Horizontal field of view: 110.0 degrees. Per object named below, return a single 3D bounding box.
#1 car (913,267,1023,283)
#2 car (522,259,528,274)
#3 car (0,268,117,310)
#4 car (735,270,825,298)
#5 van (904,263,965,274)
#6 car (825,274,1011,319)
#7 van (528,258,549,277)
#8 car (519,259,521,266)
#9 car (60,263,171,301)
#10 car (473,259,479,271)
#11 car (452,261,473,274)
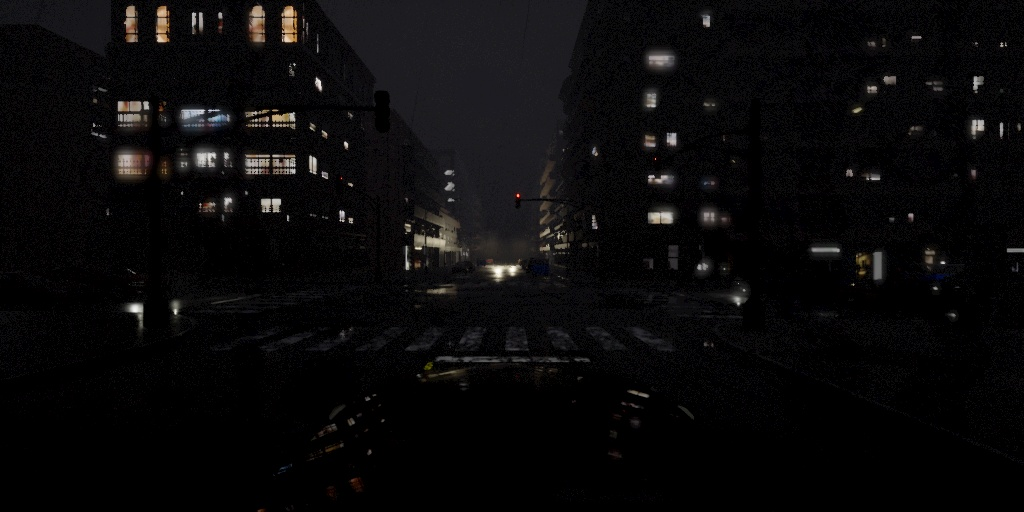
[{"bbox_3d":[24.865,1.516,18.981,4.892,1.490,1.837,1,0,0],"label":"car"},{"bbox_3d":[2.678,1.091,41.451,2.192,1.841,5.009,0,0,0],"label":"car"},{"bbox_3d":[-17.756,1.215,13.212,4.207,1.307,1.802,0,0,0],"label":"car"},{"bbox_3d":[14.955,1.453,18.987,5.357,1.411,2.033,1,0,0],"label":"car"},{"bbox_3d":[26.070,1.343,21.558,3.998,1.789,1.690,0,0,0],"label":"van"},{"bbox_3d":[14.696,1.498,13.194,4.507,1.381,1.888,0,0,0],"label":"car"},{"bbox_3d":[2.774,1.109,35.954,1.690,1.789,3.998,0,0,0],"label":"van"},{"bbox_3d":[2.615,1.252,58.012,1.967,1.591,4.097,0,0,0],"label":"car"},{"bbox_3d":[-18.007,1.086,15.794,5.008,1.535,1.882,1,0,0],"label":"car"},{"bbox_3d":[-5.896,1.352,47.012,1.948,1.339,4.313,0,0,0],"label":"car"},{"bbox_3d":[-5.888,1.358,41.490,1.802,1.307,4.207,0,0,0],"label":"car"}]
